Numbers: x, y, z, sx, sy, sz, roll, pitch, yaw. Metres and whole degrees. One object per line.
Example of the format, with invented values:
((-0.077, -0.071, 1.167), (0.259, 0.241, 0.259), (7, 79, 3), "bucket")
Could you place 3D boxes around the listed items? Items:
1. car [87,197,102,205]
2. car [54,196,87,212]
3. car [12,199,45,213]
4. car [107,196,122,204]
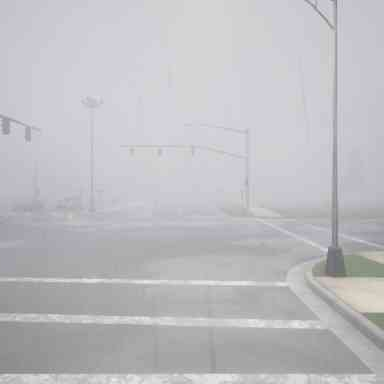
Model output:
((-17.733, 1.547, 59.965), (2.033, 1.411, 5.357), (0, 0, 1), "car")
((-14.593, 1.352, 39.479), (2.097, 1.767, 4.553), (0, 0, 1), "car")
((-18.127, 1.526, 37.157), (1.812, 1.442, 4.674), (0, 0, 1), "car")
((-14.204, 1.506, 61.264), (1.837, 1.490, 4.892), (0, 0, 1), "car")
